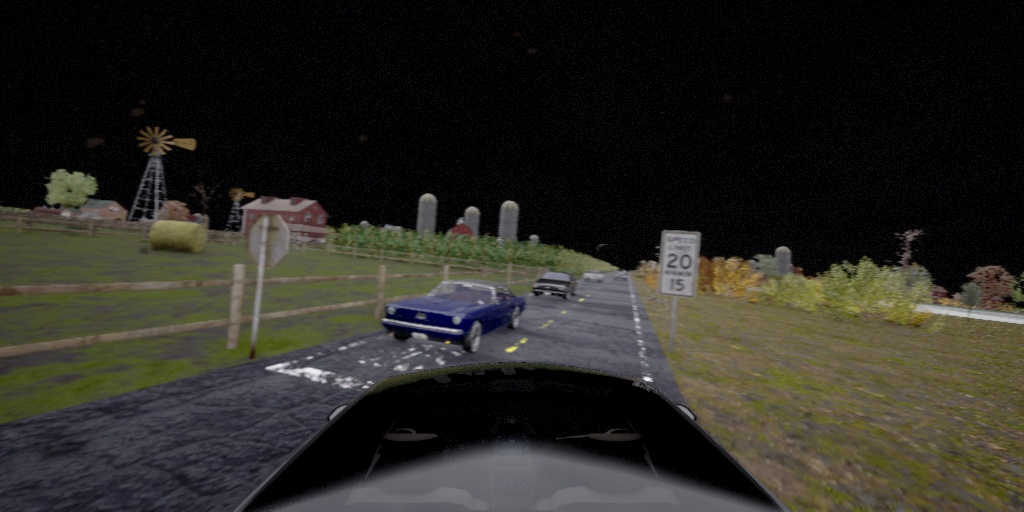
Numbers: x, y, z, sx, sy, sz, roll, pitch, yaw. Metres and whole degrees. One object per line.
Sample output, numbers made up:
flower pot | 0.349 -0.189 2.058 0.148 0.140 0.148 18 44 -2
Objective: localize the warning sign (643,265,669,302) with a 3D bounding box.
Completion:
warning sign | 8.180 1.645 20.786 1.300 1.860 1.060 0 0 18

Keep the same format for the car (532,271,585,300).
car | 2.633 1.595 20.662 2.033 1.411 5.357 5 0 18

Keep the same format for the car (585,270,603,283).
car | 9.502 2.337 41.752 1.895 1.301 4.718 5 0 18

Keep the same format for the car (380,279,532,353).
car | -1.109 1.283 8.966 1.895 1.301 4.718 5 0 17

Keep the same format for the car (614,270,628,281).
car | 16.476 2.955 54.110 2.033 1.411 5.357 5 0 18
